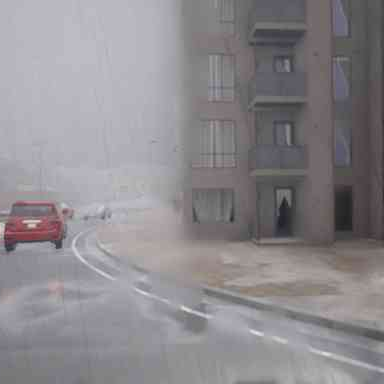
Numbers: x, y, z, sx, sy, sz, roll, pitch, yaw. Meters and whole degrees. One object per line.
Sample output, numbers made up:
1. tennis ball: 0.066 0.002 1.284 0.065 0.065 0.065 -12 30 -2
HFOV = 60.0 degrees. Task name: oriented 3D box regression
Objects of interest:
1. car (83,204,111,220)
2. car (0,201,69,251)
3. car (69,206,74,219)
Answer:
1. car: -9.043 1.871 31.880 1.812 1.442 4.674 0 -1 -4
2. car: -7.096 1.414 15.501 2.150 2.045 5.566 0 0 -19
3. car: -12.454 1.714 30.734 2.097 1.767 4.553 0 0 -4
